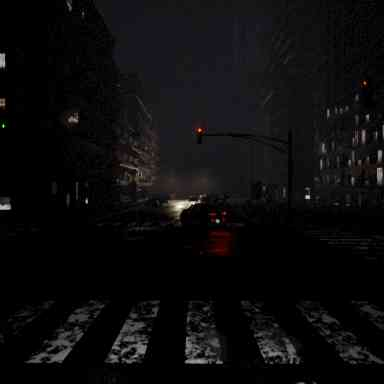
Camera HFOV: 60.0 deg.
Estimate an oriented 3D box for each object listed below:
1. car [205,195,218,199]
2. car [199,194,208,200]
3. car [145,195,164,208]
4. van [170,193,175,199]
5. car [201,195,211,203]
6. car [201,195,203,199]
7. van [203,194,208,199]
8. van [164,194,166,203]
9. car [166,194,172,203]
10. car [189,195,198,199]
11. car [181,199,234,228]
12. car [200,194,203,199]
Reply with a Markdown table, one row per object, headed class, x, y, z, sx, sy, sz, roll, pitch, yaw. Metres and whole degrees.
| class | x | y | z | sx | sy | sz | roll | pitch | yaw |
| --- | --- | --- | --- | --- | --- | --- | --- | --- | --- |
| car | 2.756 | 1.410 | 35.669 | 1.967 | 1.590 | 4.097 | -1 | 0 | 0 |
| car | 2.956 | 1.313 | 86.482 | 1.967 | 1.590 | 4.097 | -1 | 0 | 0 |
| car | -5.553 | 1.520 | 46.955 | 1.947 | 1.339 | 4.313 | -1 | 0 | 0 |
| van | -5.466 | 1.242 | 75.186 | 1.690 | 1.788 | 3.998 | -1 | 0 | 0 |
| car | 2.871 | 1.353 | 69.544 | 1.967 | 1.590 | 4.097 | -1 | 0 | 0 |
| car | 2.812 | 1.490 | 52.607 | 1.887 | 1.381 | 4.507 | -1 | 0 | 0 |
| van | 2.791 | 1.295 | 46.961 | 1.690 | 1.788 | 3.998 | -1 | 0 | 0 |
| van | -5.538 | 1.286 | 52.601 | 1.690 | 1.788 | 3.998 | -1 | 0 | 0 |
| car | -5.499 | 1.470 | 63.892 | 1.887 | 1.381 | 4.507 | -1 | 0 | 0 |
| car | 0.251 | 1.426 | 71.143 | 2.128 | 1.511 | 4.902 | 0 | 0 | 0 |
| car | 0.690 | 1.491 | 22.203 | 1.837 | 1.490 | 4.892 | -3 | 1 | -21 |
| car | 2.847 | 1.365 | 63.898 | 1.967 | 1.590 | 4.097 | -1 | 0 | 0 |
